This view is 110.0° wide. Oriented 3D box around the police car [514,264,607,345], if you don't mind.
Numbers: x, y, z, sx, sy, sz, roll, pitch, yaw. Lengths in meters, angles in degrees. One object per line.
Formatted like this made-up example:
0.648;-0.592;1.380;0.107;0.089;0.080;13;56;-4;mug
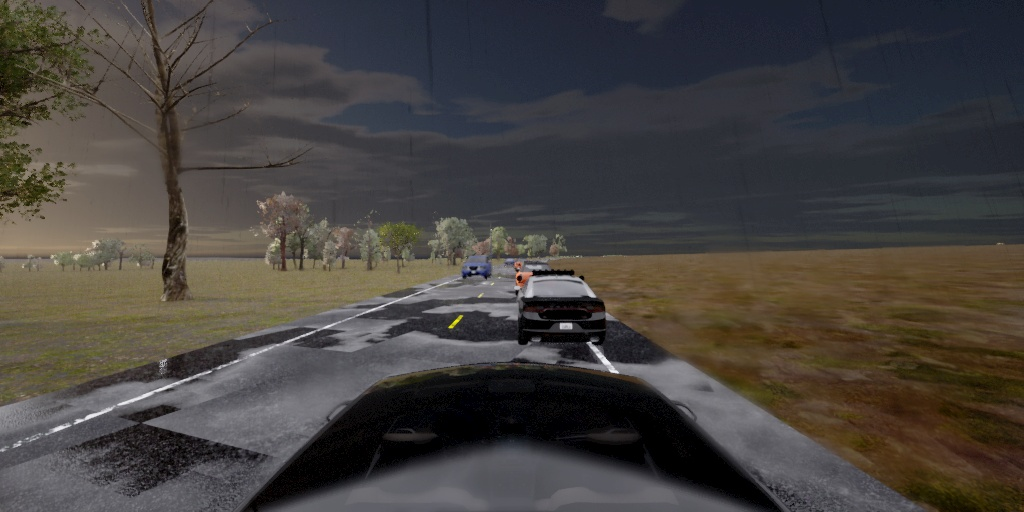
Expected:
1.089;1.175;9.626;1.930;1.638;5.238;0;0;1;police car

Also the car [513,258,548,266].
1.246;1.101;19.451;2.097;1.767;4.553;0;0;1;car

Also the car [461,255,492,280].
-3.026;0.970;31.909;2.150;2.045;5.566;0;0;2;car
